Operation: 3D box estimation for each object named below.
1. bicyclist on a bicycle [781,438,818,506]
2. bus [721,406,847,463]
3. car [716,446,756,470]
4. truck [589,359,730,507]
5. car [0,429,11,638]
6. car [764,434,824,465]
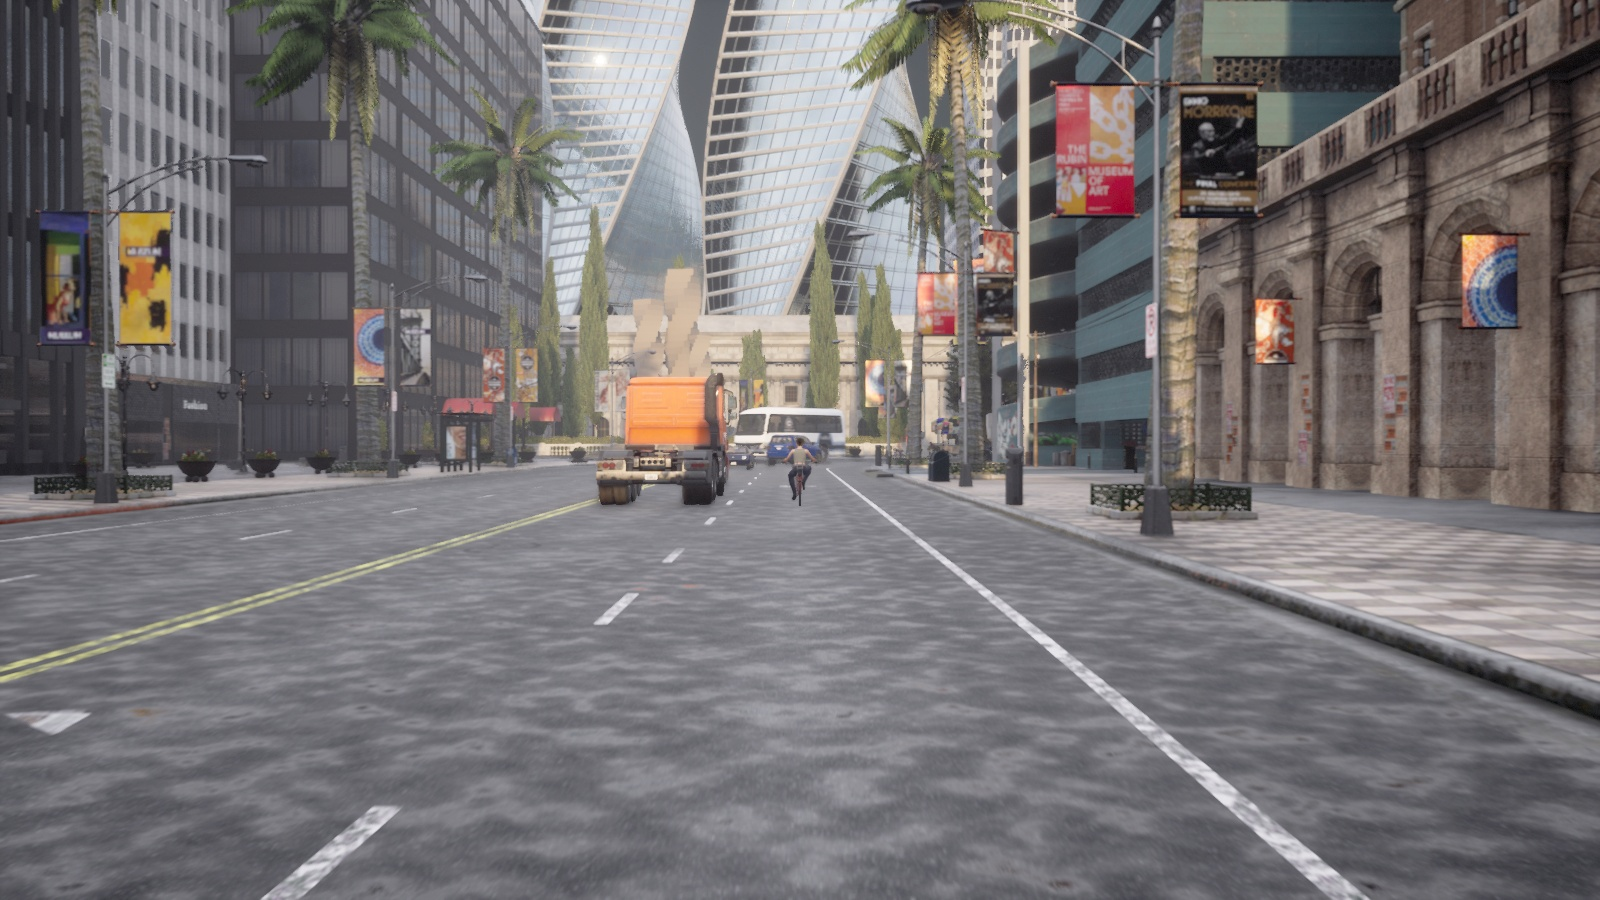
[{"bbox_3d":[-0.008,0.513,30.198,0.866,1.612,1.509,0,0,0],"label":"bicyclist on a bicycle"},{"bbox_3d":[-1.112,-1.184,98.111,3.944,4.253,10.273,0,0,41],"label":"bus"},{"bbox_3d":[-3.635,0.439,71.852,1.895,1.301,4.718,0,0,1],"label":"car"},{"bbox_3d":[-3.520,-0.426,33.395,2.891,3.462,7.936,0,0,0],"label":"truck"},{"bbox_3d":[-6.927,0.641,6.886,1.801,1.575,5.366,0,0,0],"label":"car"},{"bbox_3d":[-0.357,-0.019,85.905,2.150,2.045,5.566,0,0,22],"label":"car"}]
